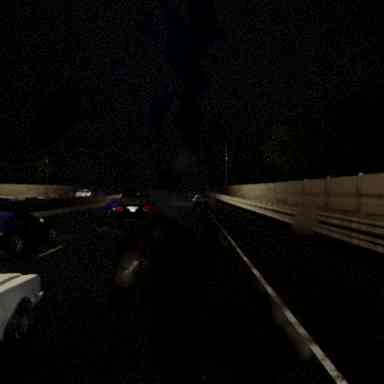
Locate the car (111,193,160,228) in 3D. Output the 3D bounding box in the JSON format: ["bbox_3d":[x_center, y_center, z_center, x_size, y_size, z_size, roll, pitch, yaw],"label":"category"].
[{"bbox_3d":[-3.386,1.126,21.703,2.150,2.045,5.566,0,0,0],"label":"car"}]

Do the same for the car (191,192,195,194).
[{"bbox_3d":[1.079,1.235,46.491,1.801,1.575,5.366,0,0,0],"label":"car"}]

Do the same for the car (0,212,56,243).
[{"bbox_3d":[-6.892,1.470,12.750,1.812,1.442,4.674,0,0,0],"label":"car"}]

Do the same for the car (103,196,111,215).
[{"bbox_3d":[-6.881,1.337,31.867,1.882,1.535,5.008,0,0,0],"label":"car"}]

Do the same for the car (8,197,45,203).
[{"bbox_3d":[-17.569,1.343,36.383,1.837,1.490,4.892,0,0,0],"label":"car"}]

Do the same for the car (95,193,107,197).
[{"bbox_3d":[-20.952,0.966,77.016,1.994,1.385,4.181,0,1,0],"label":"car"}]

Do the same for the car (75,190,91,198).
[{"bbox_3d":[-24.453,0.481,75.089,2.150,2.045,5.566,0,1,0],"label":"car"}]

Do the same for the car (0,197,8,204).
[{"bbox_3d":[-21.070,1.318,35.996,1.882,1.535,5.008,0,0,0],"label":"car"}]

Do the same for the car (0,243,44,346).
[{"bbox_3d":[-3.398,1.586,3.418,1.895,1.301,4.718,0,0,0],"label":"car"}]

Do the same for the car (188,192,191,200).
[{"bbox_3d":[0.045,0.981,71.963,2.128,1.511,4.902,0,1,0],"label":"car"}]

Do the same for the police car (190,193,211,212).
[{"bbox_3d":[1.073,1.263,36.412,1.930,1.638,5.238,0,0,0],"label":"police car"}]

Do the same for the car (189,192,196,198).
[{"bbox_3d":[0.055,0.667,87.635,1.837,1.490,4.892,0,1,0],"label":"car"}]

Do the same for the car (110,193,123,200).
[{"bbox_3d":[-17.452,0.938,77.013,1.812,1.442,4.674,0,1,0],"label":"car"}]
